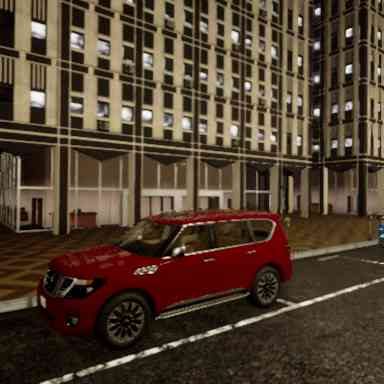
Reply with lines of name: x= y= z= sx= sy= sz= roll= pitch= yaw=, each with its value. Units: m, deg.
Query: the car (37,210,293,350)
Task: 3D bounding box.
car: x=-0.169 y=1.321 z=6.426 sx=5.009 sy=1.841 sz=2.192 roll=0 pitch=0 yaw=-35

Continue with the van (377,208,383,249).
van: x=8.751 y=1.366 z=12.776 sx=3.998 sy=1.788 sz=1.690 roll=0 pitch=1 yaw=-35
